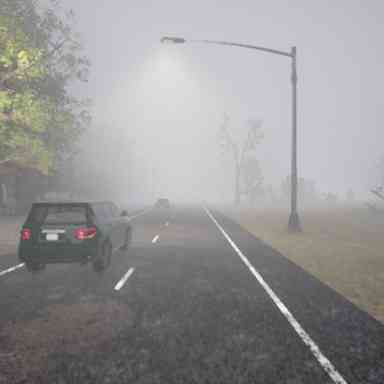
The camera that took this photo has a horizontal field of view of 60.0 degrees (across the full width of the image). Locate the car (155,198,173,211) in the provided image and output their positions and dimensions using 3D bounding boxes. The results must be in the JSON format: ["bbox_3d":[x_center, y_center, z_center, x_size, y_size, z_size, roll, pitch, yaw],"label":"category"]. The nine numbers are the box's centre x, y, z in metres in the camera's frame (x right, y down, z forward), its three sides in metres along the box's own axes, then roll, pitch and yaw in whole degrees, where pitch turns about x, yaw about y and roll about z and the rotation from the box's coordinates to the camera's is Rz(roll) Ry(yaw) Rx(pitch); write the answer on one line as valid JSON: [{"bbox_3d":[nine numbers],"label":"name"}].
[{"bbox_3d":[-3.481,1.482,40.947,1.837,1.490,4.892,0,0,0],"label":"car"}]

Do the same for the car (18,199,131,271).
[{"bbox_3d":[-3.494,1.221,10.995,2.150,2.045,5.566,0,0,0],"label":"car"}]
